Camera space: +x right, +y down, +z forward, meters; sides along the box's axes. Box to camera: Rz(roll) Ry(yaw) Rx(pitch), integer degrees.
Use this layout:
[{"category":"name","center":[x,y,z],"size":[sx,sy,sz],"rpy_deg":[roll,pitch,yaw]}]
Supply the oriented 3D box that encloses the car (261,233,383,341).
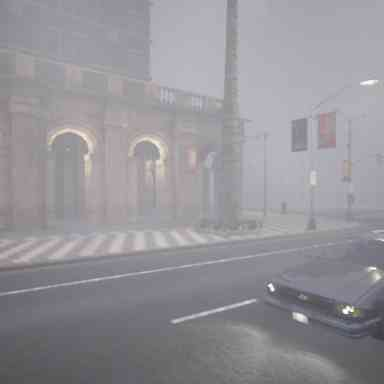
[{"category":"car","center":[3.856,1.576,6.709],"size":[5.357,1.411,2.033],"rpy_deg":[0,0,-35]}]
